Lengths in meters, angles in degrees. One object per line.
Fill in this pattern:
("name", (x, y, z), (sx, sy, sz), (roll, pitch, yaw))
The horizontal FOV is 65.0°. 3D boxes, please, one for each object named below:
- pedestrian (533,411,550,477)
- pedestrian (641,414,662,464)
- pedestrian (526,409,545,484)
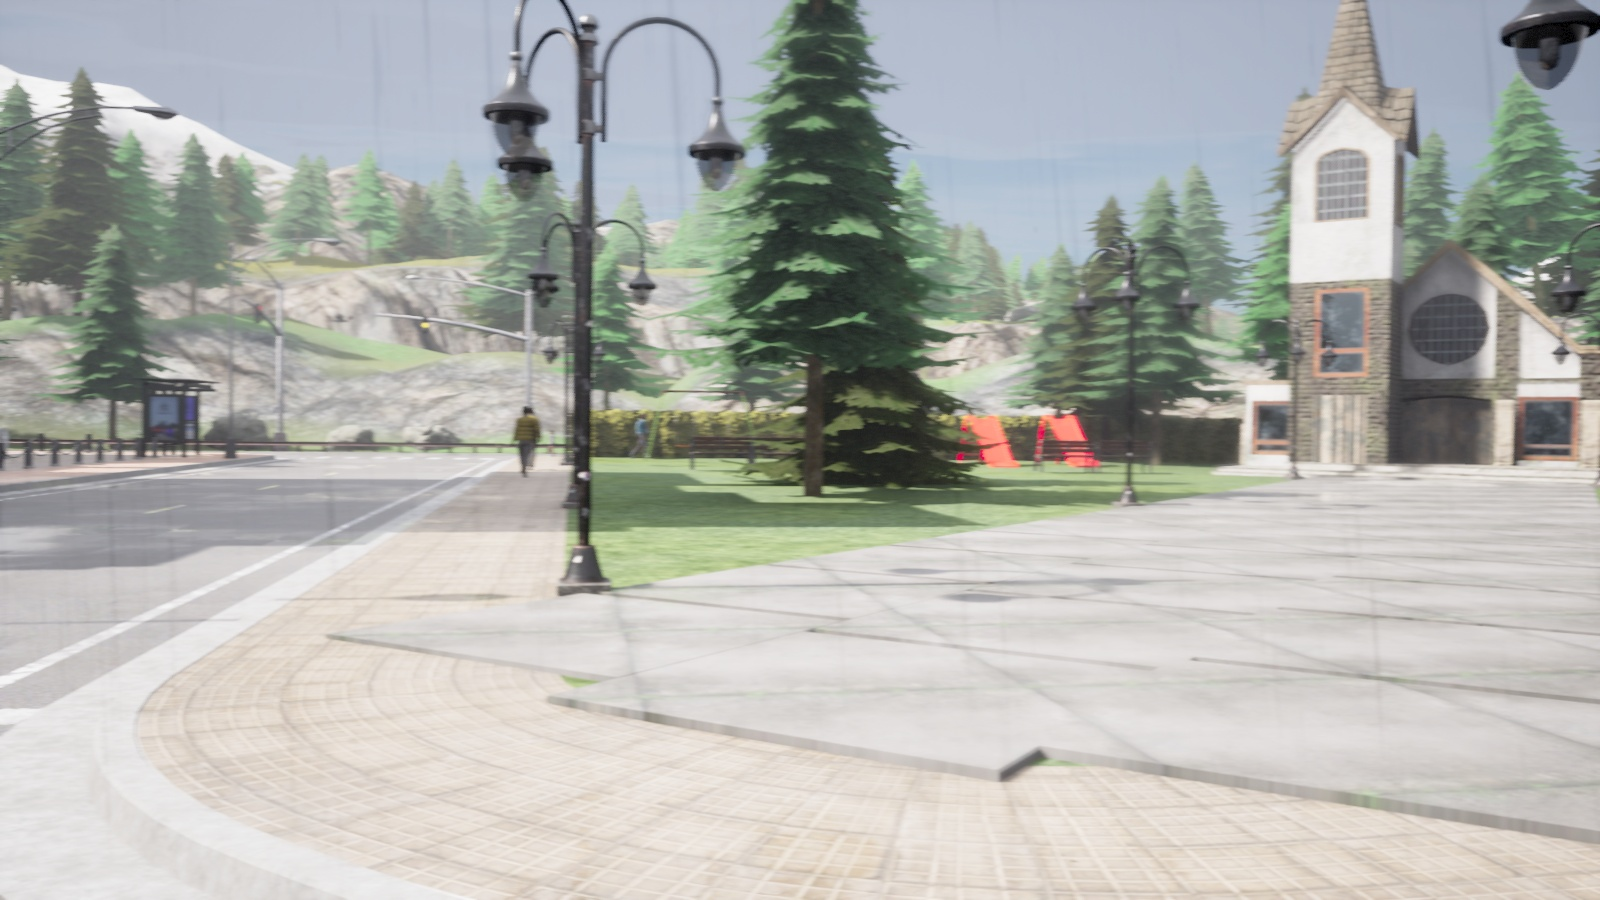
("pedestrian", (-7.387, -0.178, 35.897), (0.431, 1.840, 0.709), (-1, 1, -12))
("pedestrian", (-5.811, -0.445, 49.035), (0.692, 1.930, 0.396), (0, 1, 22))
("pedestrian", (-6.609, -0.098, 31.321), (0.431, 1.840, 0.709), (-1, 1, -12))
